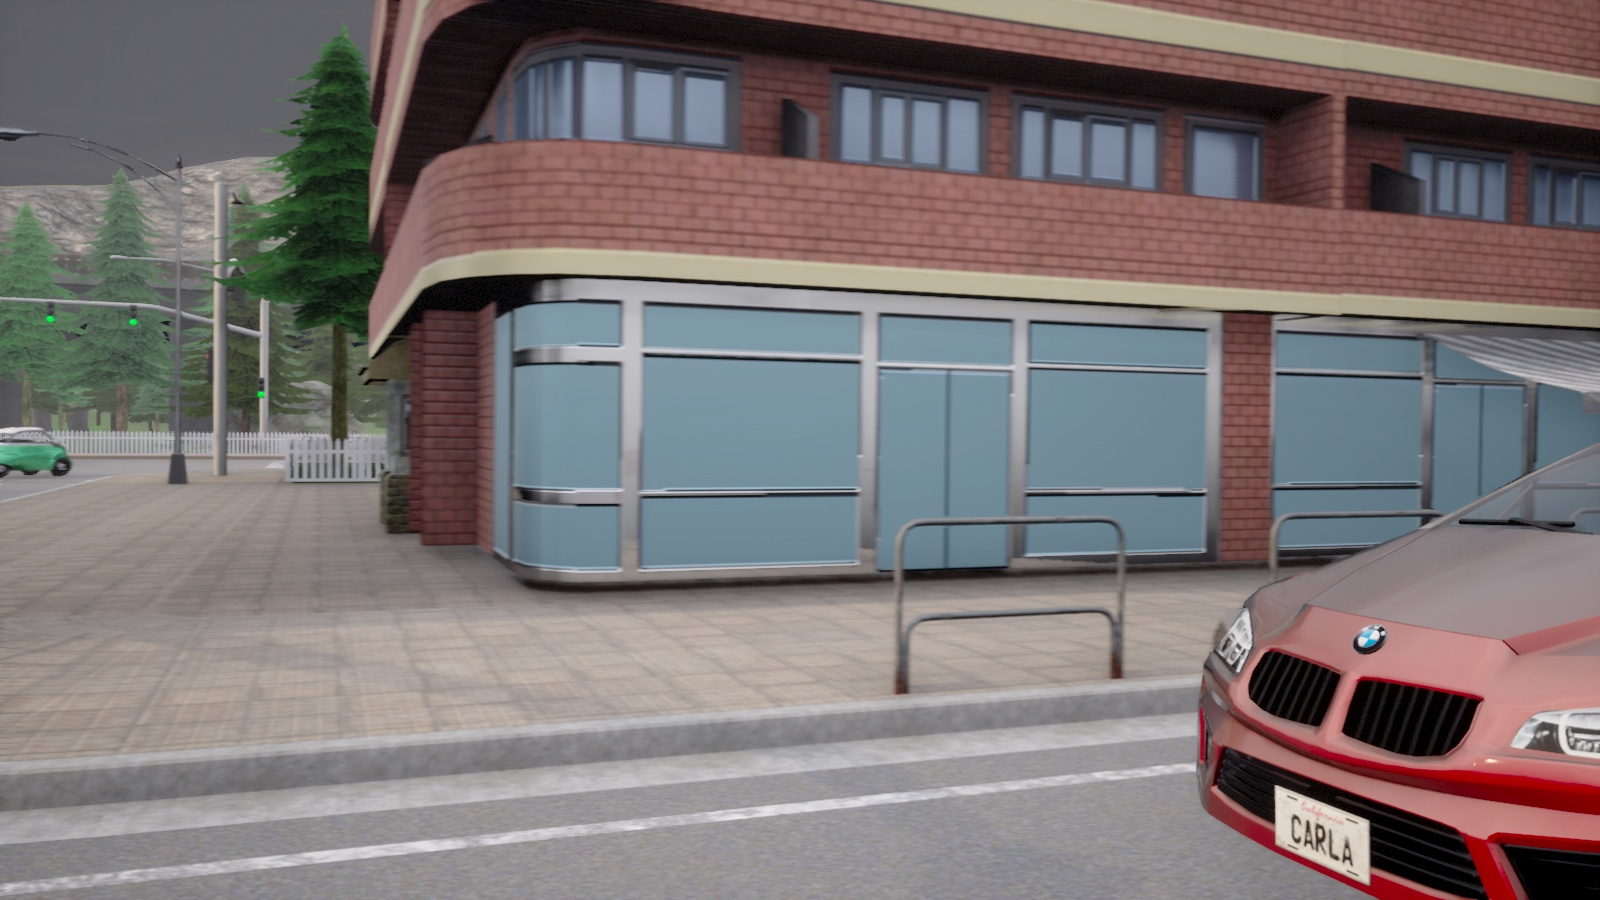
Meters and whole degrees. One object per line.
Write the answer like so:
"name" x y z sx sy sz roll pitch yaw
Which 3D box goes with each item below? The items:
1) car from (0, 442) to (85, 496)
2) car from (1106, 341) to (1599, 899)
"car" -21.309 0.507 34.680 1.481 1.376 2.207 -1 1 24
"car" 3.751 0.529 4.661 4.611 1.667 2.242 -1 1 -21
